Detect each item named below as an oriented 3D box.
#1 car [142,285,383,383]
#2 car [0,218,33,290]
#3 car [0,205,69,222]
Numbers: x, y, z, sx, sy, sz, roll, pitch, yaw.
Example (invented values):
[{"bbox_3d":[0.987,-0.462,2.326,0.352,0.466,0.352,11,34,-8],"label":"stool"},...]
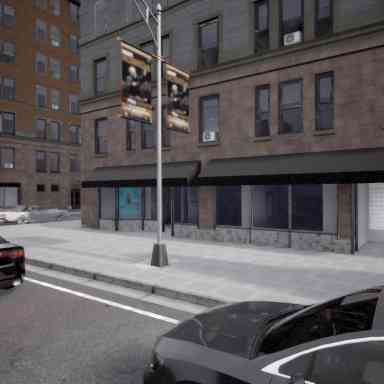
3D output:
[{"bbox_3d":[1.788,1.505,2.412,4.892,1.490,1.837,0,0,35],"label":"car"},{"bbox_3d":[-5.948,1.478,7.899,5.008,1.535,1.882,0,0,35],"label":"car"},{"bbox_3d":[-11.380,1.624,24.039,1.895,1.301,4.718,0,0,36],"label":"car"}]
